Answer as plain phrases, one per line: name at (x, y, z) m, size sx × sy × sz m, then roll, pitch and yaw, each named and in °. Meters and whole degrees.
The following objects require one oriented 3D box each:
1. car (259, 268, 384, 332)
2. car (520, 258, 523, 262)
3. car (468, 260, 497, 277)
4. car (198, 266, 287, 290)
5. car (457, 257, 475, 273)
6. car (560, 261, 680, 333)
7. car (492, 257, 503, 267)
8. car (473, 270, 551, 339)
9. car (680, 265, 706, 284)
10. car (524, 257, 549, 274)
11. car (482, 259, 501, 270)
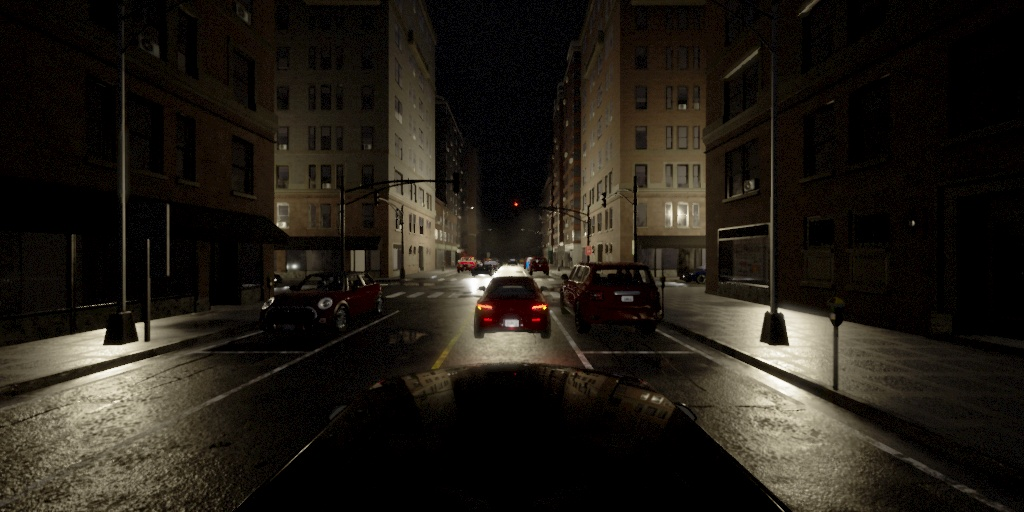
car at (-5.373, 1.188, 10.619) m, size 1.967 × 1.591 × 4.097 m, roll 0°, pitch 0°, yaw 0°
car at (2.784, 1.051, 54.172) m, size 2.192 × 1.841 × 5.009 m, roll 0°, pitch 0°, yaw 0°
car at (-2.787, 1.343, 34.834) m, size 1.895 × 1.301 × 4.718 m, roll 0°, pitch 0°, yaw 0°
car at (-17.077, 1.358, 22.858) m, size 4.181 × 1.385 × 1.994 m, roll 0°, pitch 0°, yaw 0°
car at (-5.342, 1.054, 43.178) m, size 2.192 × 1.841 × 5.009 m, roll 0°, pitch 0°, yaw 0°
car at (2.652, 1.063, 10.604) m, size 2.192 × 1.841 × 5.009 m, roll 0°, pitch 0°, yaw 0°
car at (-2.739, 1.283, 55.615) m, size 2.033 × 1.411 × 5.357 m, roll 0°, pitch 0°, yaw 1°
car at (0.021, 1.274, 9.960) m, size 1.812 × 1.442 × 4.674 m, roll 0°, pitch 0°, yaw 1°
car at (14.289, 1.266, 25.679) m, size 4.181 × 1.385 × 1.994 m, roll 0°, pitch 0°, yaw -1°
car at (2.766, 1.056, 37.660) m, size 2.192 × 1.841 × 5.009 m, roll 0°, pitch 0°, yaw 0°
car at (-2.764, 1.340, 45.687) m, size 1.895 × 1.301 × 4.718 m, roll 0°, pitch 0°, yaw 0°
